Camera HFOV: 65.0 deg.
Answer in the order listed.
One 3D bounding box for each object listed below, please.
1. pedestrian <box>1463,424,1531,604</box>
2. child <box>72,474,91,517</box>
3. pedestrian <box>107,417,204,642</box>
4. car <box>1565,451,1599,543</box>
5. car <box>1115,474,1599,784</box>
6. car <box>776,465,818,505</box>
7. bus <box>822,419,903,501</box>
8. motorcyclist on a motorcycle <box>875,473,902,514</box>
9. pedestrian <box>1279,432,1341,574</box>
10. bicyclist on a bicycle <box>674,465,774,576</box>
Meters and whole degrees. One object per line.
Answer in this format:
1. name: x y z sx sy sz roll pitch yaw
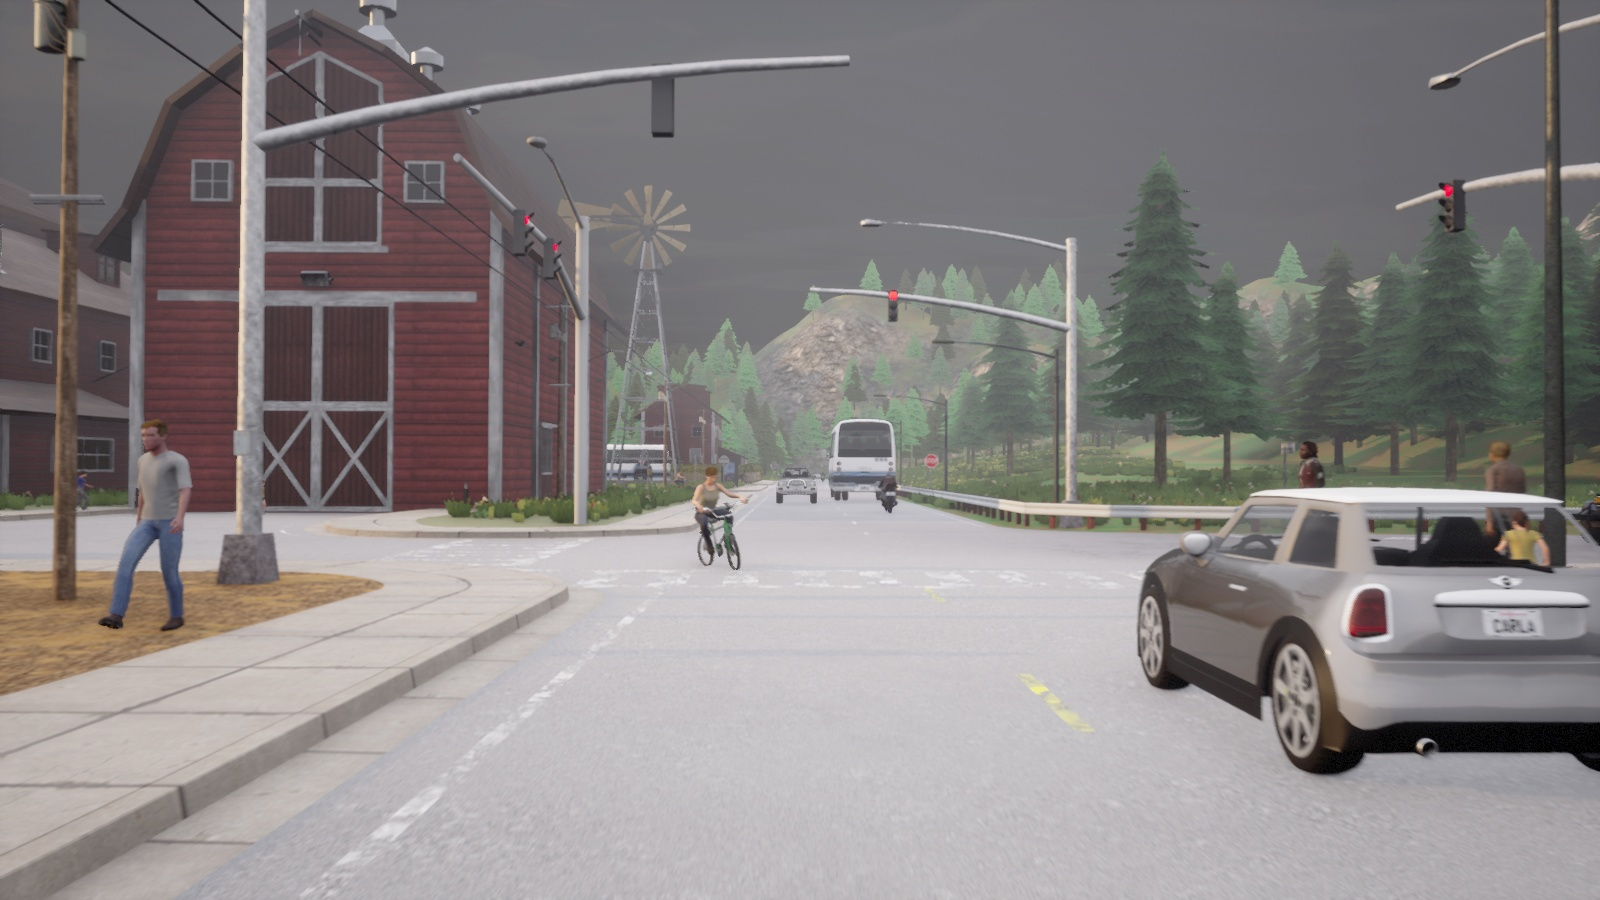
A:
1. pedestrian: 7.331 0.662 13.217 0.331 1.846 0.634 0 -1 -1
2. child: -21.106 1.327 36.899 0.437 1.263 0.270 0 -1 -20
3. pedestrian: -5.447 0.651 10.629 0.354 1.836 0.706 0 -1 12
4. car: 18.299 0.942 25.887 3.866 1.878 1.905 -1 -1 -1
5. car: 3.481 0.900 7.974 1.970 1.475 3.806 0 -1 0
6. car: -0.147 1.643 60.391 1.932 1.855 4.605 0 -1 0
7. bus: 3.324 0.601 70.239 3.944 4.253 10.273 0 -1 0
8. motorcyclist on a motorcycle: 3.384 1.639 47.964 0.866 1.530 2.191 0 -1 0
9. pedestrian: 7.055 0.725 17.371 0.666 1.930 0.402 0 -1 -3
10. bicyclist on a bicycle: -1.218 1.071 19.743 0.866 1.612 1.509 -5 2 -30
